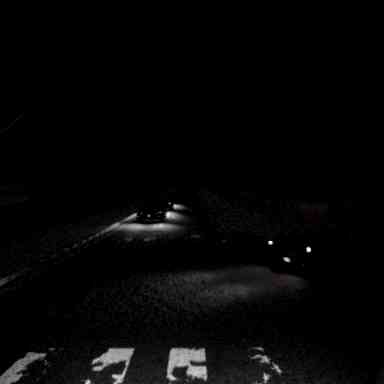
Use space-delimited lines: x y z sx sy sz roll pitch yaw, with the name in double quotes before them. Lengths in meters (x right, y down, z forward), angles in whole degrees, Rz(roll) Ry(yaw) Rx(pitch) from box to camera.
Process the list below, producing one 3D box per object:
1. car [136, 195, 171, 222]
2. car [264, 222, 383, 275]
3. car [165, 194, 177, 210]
"car" -2.865 1.278 24.461 1.837 1.490 4.892 0 1 0
"car" 4.611 1.650 10.660 4.718 1.301 1.895 1 -1 -31
"car" -2.874 1.134 34.425 1.895 1.301 4.718 0 1 0
